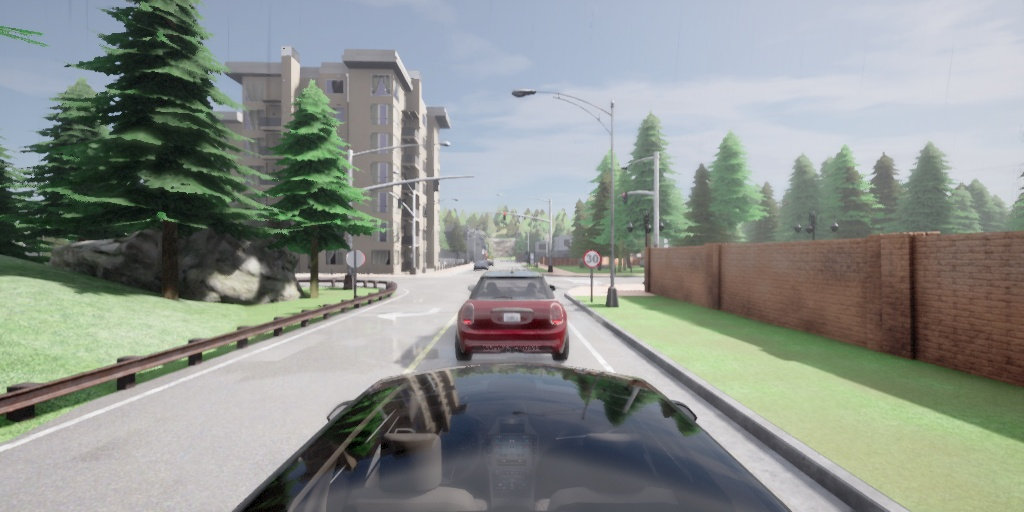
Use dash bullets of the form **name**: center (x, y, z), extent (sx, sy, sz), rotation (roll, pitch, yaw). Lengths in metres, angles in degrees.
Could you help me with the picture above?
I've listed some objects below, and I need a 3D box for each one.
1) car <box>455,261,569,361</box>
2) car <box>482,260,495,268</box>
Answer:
- **car**: center (0.001, 1.096, 8.416), extent (2.097, 1.767, 4.553), rotation (0, 0, 0)
- **car**: center (-4.118, 1.292, 62.957), extent (1.895, 1.301, 4.718), rotation (0, 0, 0)
